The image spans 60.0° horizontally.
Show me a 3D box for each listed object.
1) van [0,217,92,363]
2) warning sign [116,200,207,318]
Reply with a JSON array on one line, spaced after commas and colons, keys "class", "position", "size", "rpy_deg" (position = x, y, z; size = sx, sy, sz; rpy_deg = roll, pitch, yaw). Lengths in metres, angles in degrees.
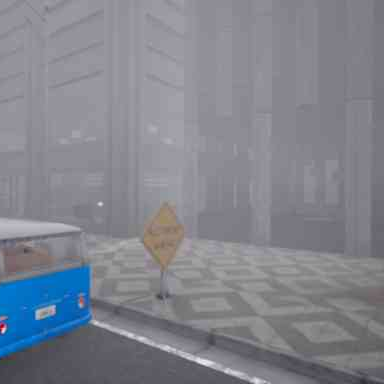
[{"class": "van", "position": [-3.395, 1.309, 5.379], "size": [3.998, 1.788, 1.690], "rpy_deg": [0, 0, 35]}, {"class": "warning sign", "position": [-0.536, 1.094, 6.180], "size": [1.060, 1.860, 1.300], "rpy_deg": [1, 0, 35]}]
